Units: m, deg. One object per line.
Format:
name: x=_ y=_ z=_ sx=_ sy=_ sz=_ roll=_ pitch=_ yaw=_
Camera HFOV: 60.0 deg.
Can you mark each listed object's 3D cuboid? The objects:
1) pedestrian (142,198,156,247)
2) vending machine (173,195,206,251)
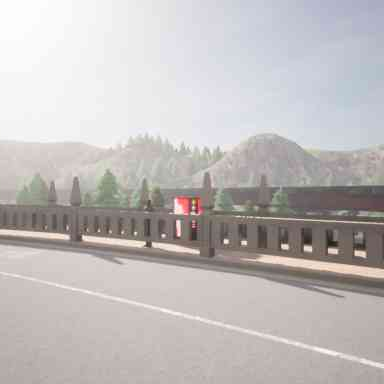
pedestrian: x=-1.663 y=1.141 z=12.523 sx=0.375 sy=1.860 sz=0.375 roll=0 pitch=0 yaw=31
vending machine: x=-0.080 y=1.195 z=13.286 sx=0.880 sy=2.100 sz=1.100 roll=0 pitch=0 yaw=31
